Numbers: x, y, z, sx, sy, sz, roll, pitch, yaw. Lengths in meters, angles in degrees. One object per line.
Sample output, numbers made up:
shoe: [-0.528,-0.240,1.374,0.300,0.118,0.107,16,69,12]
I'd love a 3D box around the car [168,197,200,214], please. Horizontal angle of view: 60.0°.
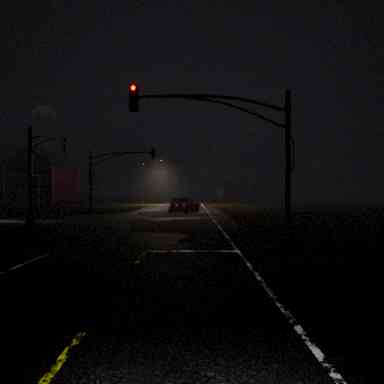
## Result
car: [-0.792,1.332,34.912,2.097,1.767,4.553,0,0,20]
